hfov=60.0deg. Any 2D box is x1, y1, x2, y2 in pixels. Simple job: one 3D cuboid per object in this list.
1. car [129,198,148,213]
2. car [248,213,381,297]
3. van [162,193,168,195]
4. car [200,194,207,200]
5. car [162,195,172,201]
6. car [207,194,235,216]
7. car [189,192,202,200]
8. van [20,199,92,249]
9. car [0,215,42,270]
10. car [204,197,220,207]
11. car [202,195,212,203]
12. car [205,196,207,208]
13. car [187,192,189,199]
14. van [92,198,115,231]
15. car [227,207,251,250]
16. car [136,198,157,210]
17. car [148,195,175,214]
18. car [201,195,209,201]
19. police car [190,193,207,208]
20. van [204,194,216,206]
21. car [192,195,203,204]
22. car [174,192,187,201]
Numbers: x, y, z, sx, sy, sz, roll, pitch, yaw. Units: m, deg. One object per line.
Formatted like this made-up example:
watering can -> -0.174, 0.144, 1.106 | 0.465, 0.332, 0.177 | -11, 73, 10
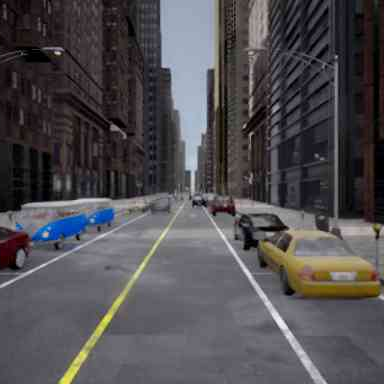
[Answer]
car -> -5.702, 1.415, 36.168 | 1.752, 1.417, 4.829 | 0, 0, 0
car -> 2.777, 1.498, 8.411 | 1.752, 1.417, 4.829 | 0, 0, 0
van -> -5.665, 1.173, 58.811 | 1.690, 1.788, 3.998 | 0, 0, 0
car -> 2.907, 1.289, 87.073 | 1.752, 1.417, 4.829 | 0, 0, 0
car -> -5.637, 1.316, 75.497 | 1.752, 1.417, 4.829 | 0, 0, 0
car -> 2.814, 1.219, 30.716 | 2.192, 1.841, 5.009 | 0, 0, 0
car -> 0.992, 1.190, 55.912 | 2.097, 1.767, 4.553 | 0, 0, 0
van -> -5.739, 1.297, 13.864 | 1.690, 1.788, 3.998 | 0, 0, 0
car -> -5.748, 1.518, 8.247 | 1.887, 1.381, 4.507 | 0, 0, 0
car -> 2.842, 1.410, 47.572 | 2.008, 1.369, 4.403 | 0, 0, 0
car -> 2.870, 1.343, 64.598 | 1.752, 1.417, 4.829 | 0, 0, 0
car -> 2.823, 1.440, 36.334 | 2.008, 1.369, 4.403 | 0, 0, 0
car -> 0.133, 1.295, 80.309 | 1.812, 1.442, 4.674 | 0, 0, 0
van -> -5.729, 1.279, 19.483 | 1.690, 1.788, 3.998 | 0, 0, 0
car -> 2.786, 1.521, 13.860 | 1.947, 1.339, 4.313 | 0, 0, 0
car -> -5.693, 1.425, 41.963 | 2.008, 1.369, 4.403 | 0, 0, 0
car -> -3.039, 1.400, 33.958 | 1.837, 1.490, 4.892 | 0, 0, 0
car -> 2.888, 1.372, 75.666 | 1.802, 1.307, 4.206 | 0, 0, 0
police car -> 0.977, 1.289, 46.052 | 1.930, 1.638, 5.238 | 0, 0, 0
van -> 2.851, 1.187, 53.190 | 1.690, 1.788, 3.998 | 0, 0, 0
car -> 1.003, 1.330, 61.942 | 1.837, 1.490, 4.892 | 0, 0, 0
car -> -2.876, 1.261, 74.409 | 2.128, 1.511, 4.902 | 0, 0, 0
